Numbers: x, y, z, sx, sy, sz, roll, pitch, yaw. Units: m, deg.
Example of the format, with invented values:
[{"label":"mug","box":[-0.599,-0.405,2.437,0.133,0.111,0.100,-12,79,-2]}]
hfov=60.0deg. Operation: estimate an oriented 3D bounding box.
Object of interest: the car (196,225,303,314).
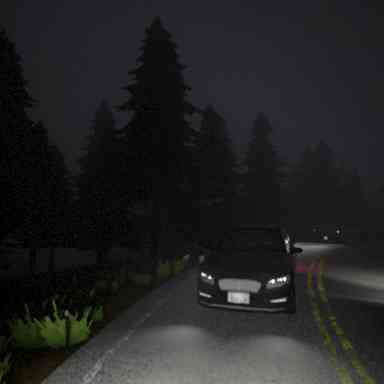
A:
[{"label":"car","box":[1.508,1.571,7.920,2.128,1.511,4.902,-1,-2,17]}]

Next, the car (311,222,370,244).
[{"label":"car","box":[9.444,2.574,21.062,4.718,1.301,1.895,7,-8,-43]}]
